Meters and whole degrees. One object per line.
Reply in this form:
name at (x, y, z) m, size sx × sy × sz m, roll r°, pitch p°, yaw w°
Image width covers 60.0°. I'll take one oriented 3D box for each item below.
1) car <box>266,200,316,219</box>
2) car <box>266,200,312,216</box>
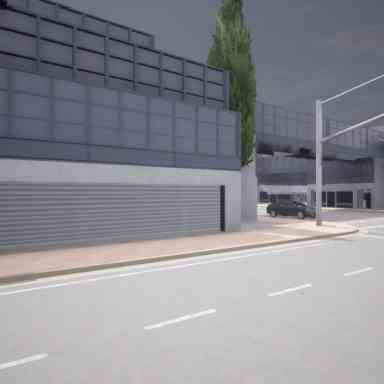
car at (8.723, 1.505, 28.929) m, size 1.837 × 1.490 × 4.892 m, roll 0°, pitch 0°, yaw -37°
car at (9.691, 1.564, 33.481) m, size 1.994 × 1.385 × 4.181 m, roll 0°, pitch 0°, yaw -37°
